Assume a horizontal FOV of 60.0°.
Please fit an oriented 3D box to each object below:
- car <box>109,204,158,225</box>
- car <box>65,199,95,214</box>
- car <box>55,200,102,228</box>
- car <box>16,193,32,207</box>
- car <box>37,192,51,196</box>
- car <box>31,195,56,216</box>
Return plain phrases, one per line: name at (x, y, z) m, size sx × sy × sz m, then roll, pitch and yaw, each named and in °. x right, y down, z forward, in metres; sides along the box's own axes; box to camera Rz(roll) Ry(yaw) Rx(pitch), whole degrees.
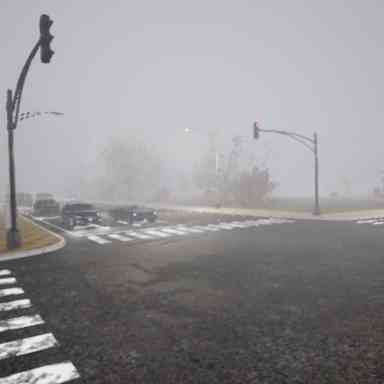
car at (-4.189, 1.488, 23.349) m, size 1.895 × 1.301 × 4.718 m, roll -2°, pitch 1°, yaw -33°
car at (-11.924, 1.493, 35.264) m, size 1.895 × 1.301 × 4.718 m, roll -2°, pitch 1°, yaw -33°
car at (-7.662, 1.486, 22.720) m, size 1.837 × 1.490 × 4.892 m, roll -2°, pitch 1°, yaw -34°
car at (-26.253, 1.197, 51.520) m, size 2.150 × 2.045 × 5.566 m, roll -2°, pitch 1°, yaw -33°
car at (-23.613, 1.105, 53.425) m, size 2.150 × 2.045 × 5.566 m, roll -2°, pitch 1°, yaw -33°
car at (-14.431, 1.464, 33.154) m, size 1.882 × 1.535 × 5.008 m, roll -2°, pitch 2°, yaw -33°
